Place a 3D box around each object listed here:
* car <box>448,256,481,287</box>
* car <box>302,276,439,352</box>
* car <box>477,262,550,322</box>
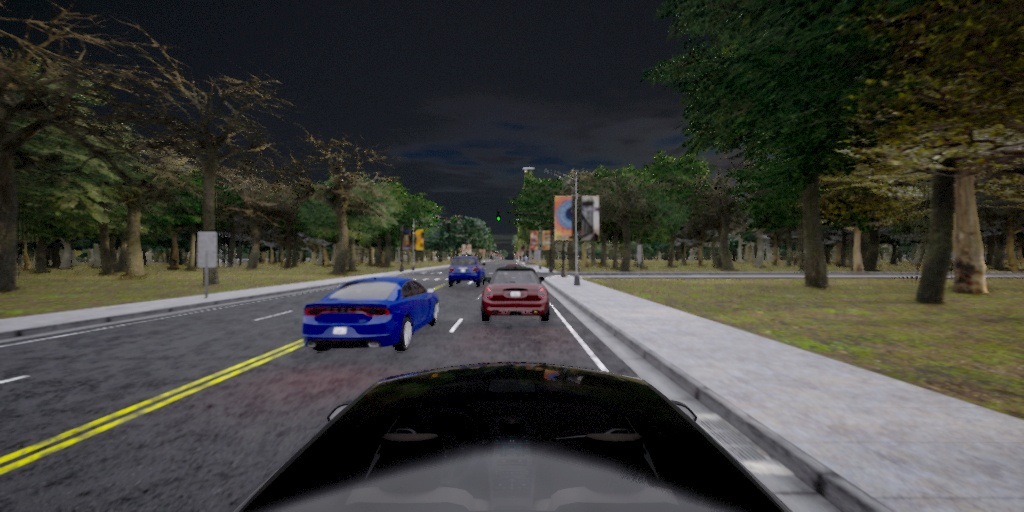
[{"bbox_3d":[-3.141,1.047,25.572,2.150,2.045,5.566,0,0,0],"label":"car"},{"bbox_3d":[-3.148,1.250,9.045,1.882,1.535,5.008,0,-1,0],"label":"car"},{"bbox_3d":[0.103,1.135,12.623,2.097,1.767,4.553,0,0,0],"label":"car"}]
